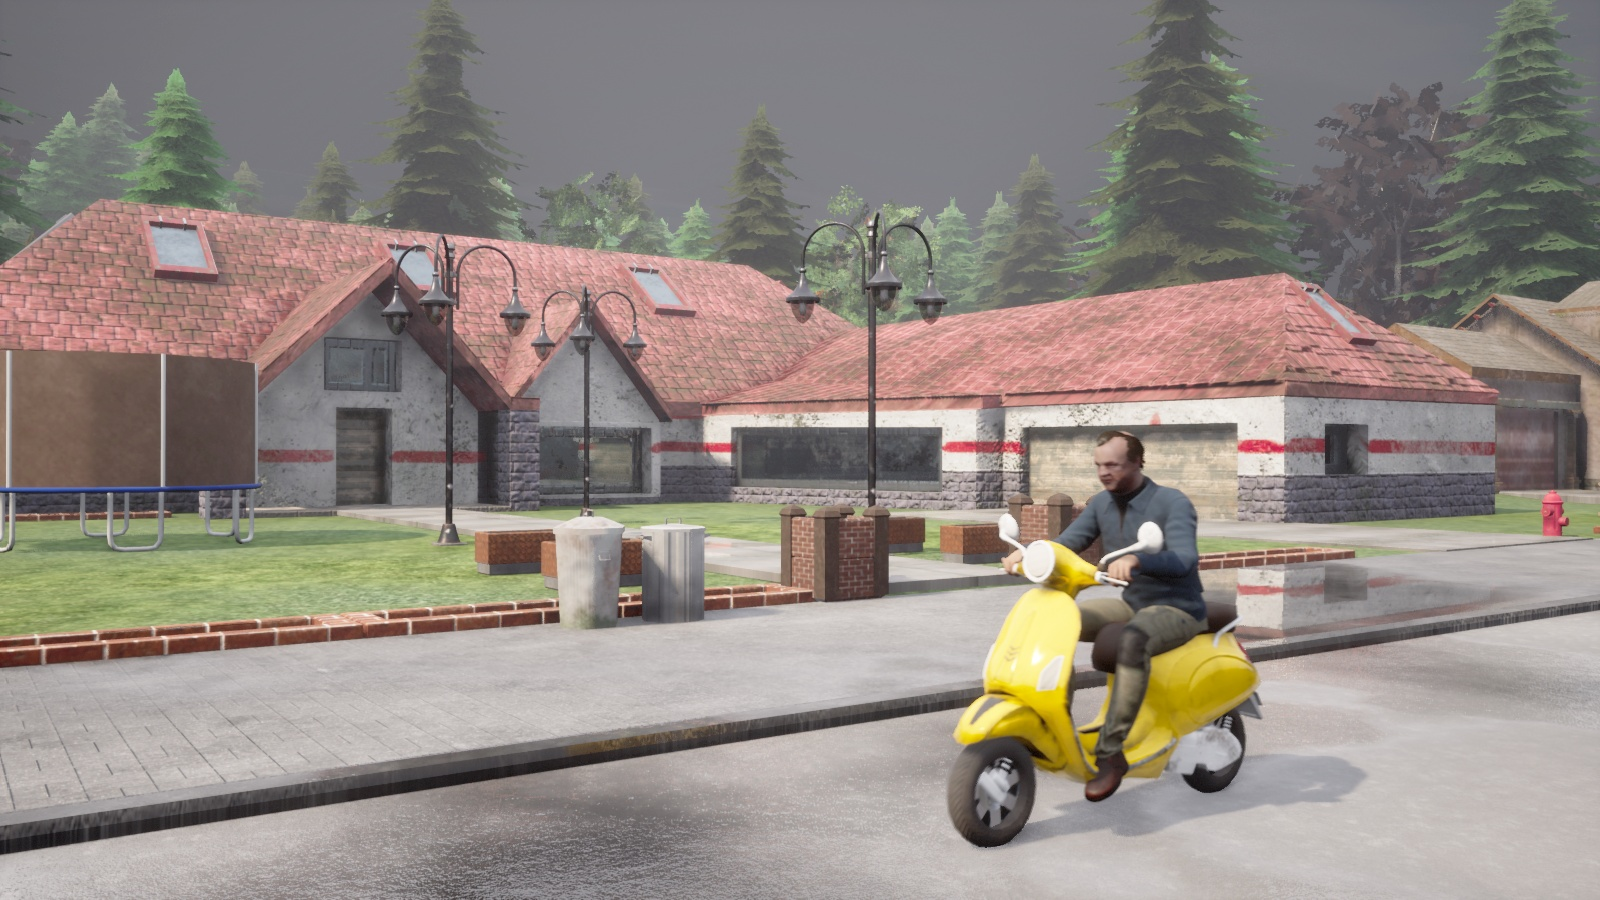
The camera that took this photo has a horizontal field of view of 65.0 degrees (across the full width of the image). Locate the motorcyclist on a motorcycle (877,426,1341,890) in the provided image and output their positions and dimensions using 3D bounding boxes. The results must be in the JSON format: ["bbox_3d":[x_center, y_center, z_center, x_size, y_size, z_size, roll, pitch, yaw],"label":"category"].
[{"bbox_3d":[1.304,0.708,5.175,1.817,1.590,0.866,0,0,-35],"label":"motorcyclist on a motorcycle"}]
